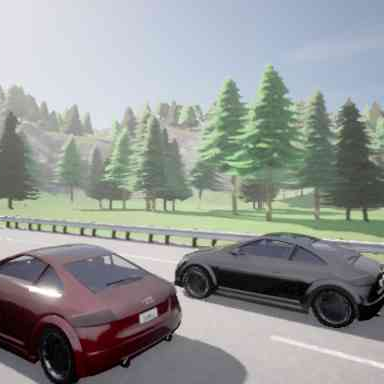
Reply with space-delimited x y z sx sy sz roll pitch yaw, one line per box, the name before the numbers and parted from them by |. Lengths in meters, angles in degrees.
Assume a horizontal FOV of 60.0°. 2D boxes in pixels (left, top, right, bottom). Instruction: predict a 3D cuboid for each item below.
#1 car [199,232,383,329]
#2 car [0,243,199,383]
car | 1.672 1.553 6.990 4.181 1.385 1.994 0 0 35
car | -2.221 1.559 5.395 4.181 1.385 1.994 0 0 34
